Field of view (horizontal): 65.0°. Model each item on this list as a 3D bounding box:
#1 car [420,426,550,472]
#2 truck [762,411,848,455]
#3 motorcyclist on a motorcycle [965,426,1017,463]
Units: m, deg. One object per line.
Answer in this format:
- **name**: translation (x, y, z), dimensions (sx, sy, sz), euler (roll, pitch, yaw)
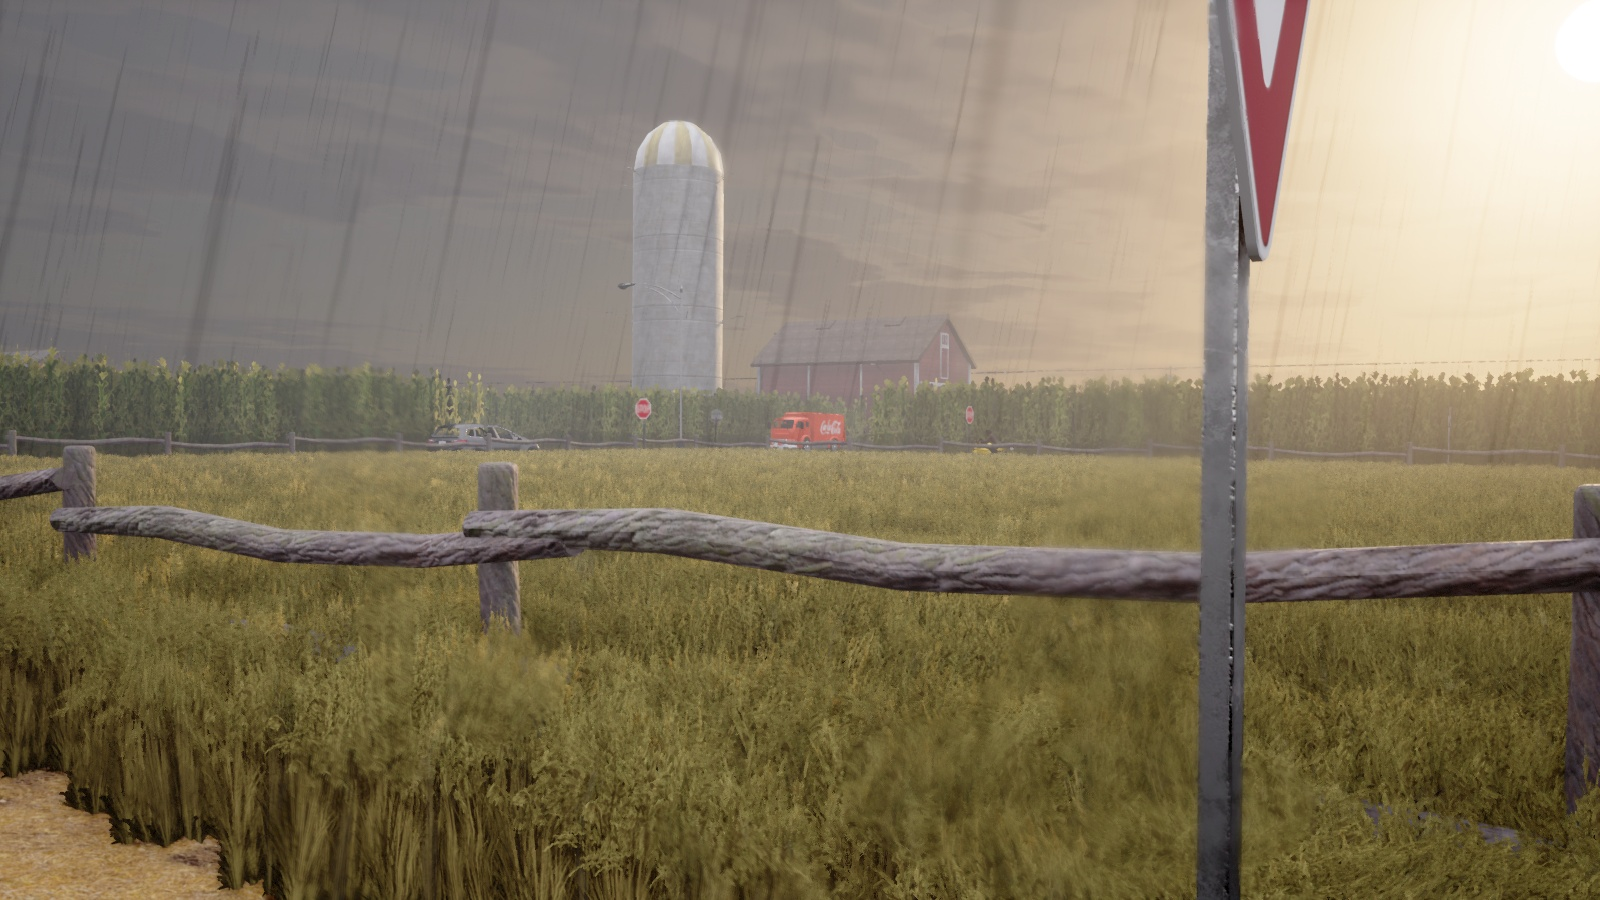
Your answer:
- **car**: translation (-12.292, -0.059, 49.266), dimensions (2.242, 1.667, 4.611), euler (0, 1, 34)
- **truck**: translation (0.344, -0.960, 73.733), dimensions (2.627, 2.467, 5.204), euler (0, 0, 34)
- **motorcyclist on a motorcycle**: translation (8.071, -0.240, 53.095), dimensions (2.044, 1.523, 0.797), euler (1, 1, 34)
